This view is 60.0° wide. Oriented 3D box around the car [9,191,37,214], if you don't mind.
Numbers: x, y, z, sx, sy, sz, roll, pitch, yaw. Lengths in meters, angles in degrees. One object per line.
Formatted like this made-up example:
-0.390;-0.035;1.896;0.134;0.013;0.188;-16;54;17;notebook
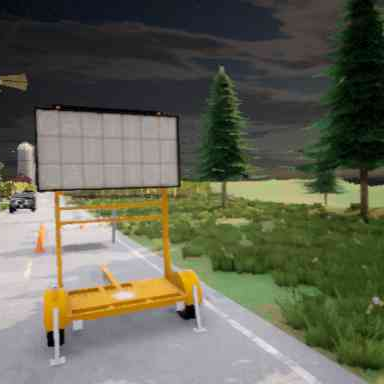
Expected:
-16.673;0.927;32.915;2.150;2.045;5.566;-2;1;-23;car

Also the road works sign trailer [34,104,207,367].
-1.397;0.355;5.866;2.380;3.560;2.880;-2;1;-24;road works sign trailer
